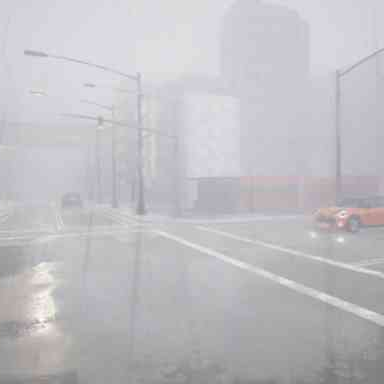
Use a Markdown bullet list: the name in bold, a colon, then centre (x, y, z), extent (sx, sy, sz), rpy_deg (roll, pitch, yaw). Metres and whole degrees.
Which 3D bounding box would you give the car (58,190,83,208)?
- **car**: centre (-13.508, 0.834, 37.325), extent (2.097, 1.767, 4.553), rpy_deg (-1, 1, -24)

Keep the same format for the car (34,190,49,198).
- **car**: centre (-35.605, 0.489, 78.390), extent (2.038, 1.542, 4.974), rpy_deg (-1, 1, 1)

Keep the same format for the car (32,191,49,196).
- **car**: centre (-35.607, 0.331, 78.439), extent (1.853, 1.218, 4.536), rpy_deg (-1, 1, 1)

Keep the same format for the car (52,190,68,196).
- **car**: centre (-31.710, 0.254, 79.813), extent (1.853, 1.218, 4.536), rpy_deg (-2, 1, -44)

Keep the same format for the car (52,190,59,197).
- **car**: centre (-31.672, 0.412, 79.778), extent (2.038, 1.542, 4.974), rpy_deg (-2, 1, -44)

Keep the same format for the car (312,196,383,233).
- **car**: centre (8.356, 1.007, 16.854), extent (4.553, 1.767, 2.097), rpy_deg (-1, 1, -24)
